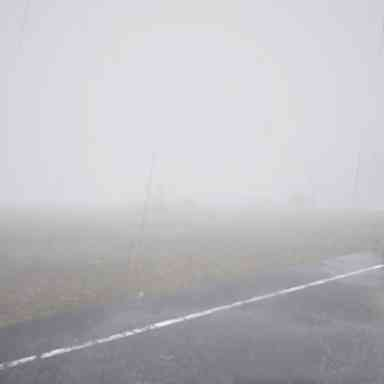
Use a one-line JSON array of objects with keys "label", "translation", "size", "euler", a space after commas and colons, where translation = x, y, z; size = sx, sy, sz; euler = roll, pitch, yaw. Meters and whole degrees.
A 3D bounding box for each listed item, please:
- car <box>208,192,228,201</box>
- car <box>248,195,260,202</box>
[{"label": "car", "translation": [6.005, 0.991, 76.800], "size": [2.150, 2.045, 5.566], "euler": [0, 0, -34]}, {"label": "car", "translation": [11.853, 1.392, 68.063], "size": [1.837, 1.490, 4.892], "euler": [0, 0, -33]}]
